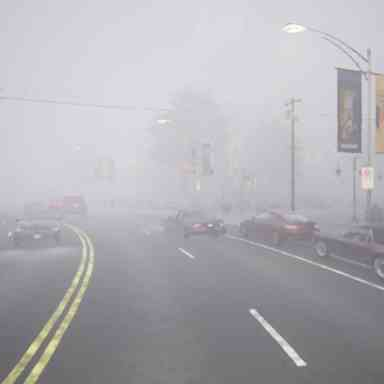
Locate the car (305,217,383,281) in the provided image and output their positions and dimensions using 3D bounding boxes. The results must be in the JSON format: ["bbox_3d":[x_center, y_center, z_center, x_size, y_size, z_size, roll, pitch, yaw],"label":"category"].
[{"bbox_3d":[5.486,1.606,9.885,1.895,1.301,4.718,0,0,-9],"label":"car"}]

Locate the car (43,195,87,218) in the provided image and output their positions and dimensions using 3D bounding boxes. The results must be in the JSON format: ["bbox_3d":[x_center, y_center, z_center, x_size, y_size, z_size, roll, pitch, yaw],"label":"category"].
[{"bbox_3d":[-11.257,1.270,29.807,2.150,2.045,5.566,0,0,-38],"label":"car"}]

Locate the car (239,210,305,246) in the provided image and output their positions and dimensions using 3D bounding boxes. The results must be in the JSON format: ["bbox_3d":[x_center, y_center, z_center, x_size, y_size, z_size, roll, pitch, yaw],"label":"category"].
[{"bbox_3d":[3.887,1.539,15.388,2.002,1.452,4.674,0,0,-19],"label":"car"}]

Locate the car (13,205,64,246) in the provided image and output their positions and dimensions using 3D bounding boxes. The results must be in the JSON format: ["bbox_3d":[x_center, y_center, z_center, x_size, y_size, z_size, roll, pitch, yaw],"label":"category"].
[{"bbox_3d":[-7.189,1.551,15.670,1.812,1.442,4.674,0,0,-23],"label":"car"}]

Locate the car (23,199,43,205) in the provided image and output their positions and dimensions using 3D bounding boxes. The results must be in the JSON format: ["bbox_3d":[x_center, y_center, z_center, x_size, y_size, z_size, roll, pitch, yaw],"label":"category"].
[{"bbox_3d":[-18.611,1.541,39.251,1.882,1.535,5.008,0,0,-38],"label":"car"}]

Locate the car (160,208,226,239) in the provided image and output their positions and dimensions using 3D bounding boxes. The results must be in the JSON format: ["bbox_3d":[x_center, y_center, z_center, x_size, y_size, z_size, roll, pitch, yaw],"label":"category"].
[{"bbox_3d":[-0.107,1.571,17.476,2.033,1.411,5.357,0,0,-22],"label":"car"}]
